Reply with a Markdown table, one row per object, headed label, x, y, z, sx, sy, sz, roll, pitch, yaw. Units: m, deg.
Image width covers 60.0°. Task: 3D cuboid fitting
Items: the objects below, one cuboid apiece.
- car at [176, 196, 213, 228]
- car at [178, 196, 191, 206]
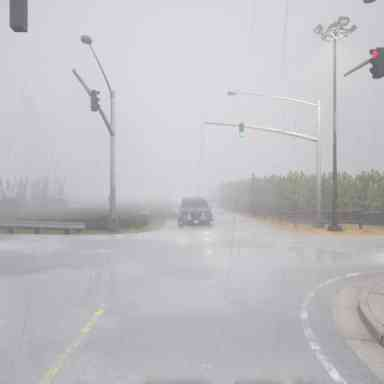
| label | x | y | z | sx | sy | sz | roll | pitch | yaw |
| --- | --- | --- | --- | --- | --- | --- | --- | --- | --- |
| car | 0.153 | 1.368 | 22.605 | 2.150 | 2.045 | 5.566 | 0 | 1 | -2 |
| car | -1.174 | 1.365 | 51.334 | 1.812 | 1.442 | 4.674 | 0 | 0 | -3 |
